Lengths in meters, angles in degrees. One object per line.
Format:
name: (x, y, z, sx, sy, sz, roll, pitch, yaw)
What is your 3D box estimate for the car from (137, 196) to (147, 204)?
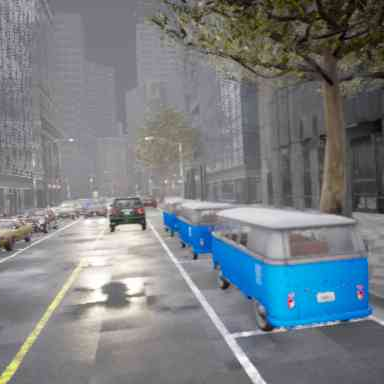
car: (-10.074, 1.683, 67.339, 1.752, 1.417, 4.829, -3, 0, -11)

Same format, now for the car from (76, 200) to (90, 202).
car: (-13.149, 1.989, 37.977, 2.008, 1.369, 4.403, -3, 0, -11)

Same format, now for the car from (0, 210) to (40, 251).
car: (-8.912, 1.869, 15.732, 1.752, 1.417, 4.829, -3, 0, -11)

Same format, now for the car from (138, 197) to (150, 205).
car: (-8.990, 1.682, 61.653, 2.008, 1.369, 4.403, -3, 0, -11)

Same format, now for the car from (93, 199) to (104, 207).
car: (-18.404, 2.145, 65.575, 1.802, 1.307, 4.206, -3, 0, -11)

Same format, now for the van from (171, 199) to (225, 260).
van: (0.462, 1.257, 11.980, 1.690, 1.788, 3.998, -3, 0, -11)

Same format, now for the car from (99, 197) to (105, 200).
car: (-17.359, 1.978, 60.054, 1.967, 1.590, 4.097, -3, 0, -11)

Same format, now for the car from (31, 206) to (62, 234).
car: (-10.000, 1.807, 21.418, 1.967, 1.590, 4.097, -3, 0, -11)

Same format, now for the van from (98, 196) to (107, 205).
van: (-20.518, 1.957, 76.613, 1.690, 1.788, 3.998, -3, 0, -11)

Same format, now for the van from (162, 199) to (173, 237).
van: (-0.590, 1.279, 17.499, 1.690, 1.788, 3.998, -3, 0, -11)

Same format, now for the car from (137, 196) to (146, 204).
car: (-11.126, 1.709, 72.859, 1.752, 1.417, 4.829, -3, 0, -11)

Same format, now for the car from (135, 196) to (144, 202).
car: (-13.195, 1.787, 83.730, 2.008, 1.369, 4.403, -3, 0, -11)

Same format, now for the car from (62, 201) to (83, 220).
car: (-12.097, 1.965, 32.458, 2.008, 1.369, 4.403, -3, 0, -11)

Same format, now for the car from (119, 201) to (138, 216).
car: (-6.881, 1.749, 36.218, 1.895, 1.301, 4.718, -3, 0, -10)

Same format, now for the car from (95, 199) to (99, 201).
car: (-15.252, 2.032, 49.016, 1.887, 1.381, 4.507, -3, 0, -11)

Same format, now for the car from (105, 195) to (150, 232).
car: (-4.134, 1.308, 21.703, 2.150, 2.045, 5.566, -3, 0, -9)

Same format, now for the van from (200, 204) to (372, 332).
van: (1.513, 1.235, 6.461, 1.690, 1.788, 3.998, -3, 0, -11)

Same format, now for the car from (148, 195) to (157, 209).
car: (-5.848, 1.372, 45.095, 2.192, 1.841, 5.009, -3, 0, -11)

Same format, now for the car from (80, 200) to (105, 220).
car: (-9.250, 1.843, 32.268, 1.994, 1.385, 4.181, -3, 0, -11)

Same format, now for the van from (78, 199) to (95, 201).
van: (-14.210, 1.804, 43.496, 1.690, 1.788, 3.998, -3, 0, -11)

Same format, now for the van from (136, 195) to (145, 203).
van: (-12.154, 1.551, 78.209, 1.690, 1.788, 3.998, -3, 0, -11)
